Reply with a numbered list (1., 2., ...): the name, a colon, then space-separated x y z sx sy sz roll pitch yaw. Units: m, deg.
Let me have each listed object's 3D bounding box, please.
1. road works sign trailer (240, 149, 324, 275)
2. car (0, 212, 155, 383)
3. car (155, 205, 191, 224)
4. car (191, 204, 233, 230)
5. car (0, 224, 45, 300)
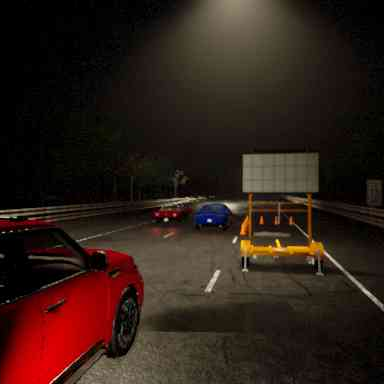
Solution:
1. road works sign trailer: 2.772 0.463 10.589 2.380 3.560 2.880 0 0 12
2. car: -2.259 1.220 3.084 2.150 2.045 5.566 0 0 11
3. car: -1.306 1.595 24.988 1.895 1.301 4.718 0 0 12
4. car: 1.503 1.473 21.273 1.882 1.535 5.008 0 0 12
5. car: -5.234 1.546 5.925 2.033 1.411 5.357 0 0 12
